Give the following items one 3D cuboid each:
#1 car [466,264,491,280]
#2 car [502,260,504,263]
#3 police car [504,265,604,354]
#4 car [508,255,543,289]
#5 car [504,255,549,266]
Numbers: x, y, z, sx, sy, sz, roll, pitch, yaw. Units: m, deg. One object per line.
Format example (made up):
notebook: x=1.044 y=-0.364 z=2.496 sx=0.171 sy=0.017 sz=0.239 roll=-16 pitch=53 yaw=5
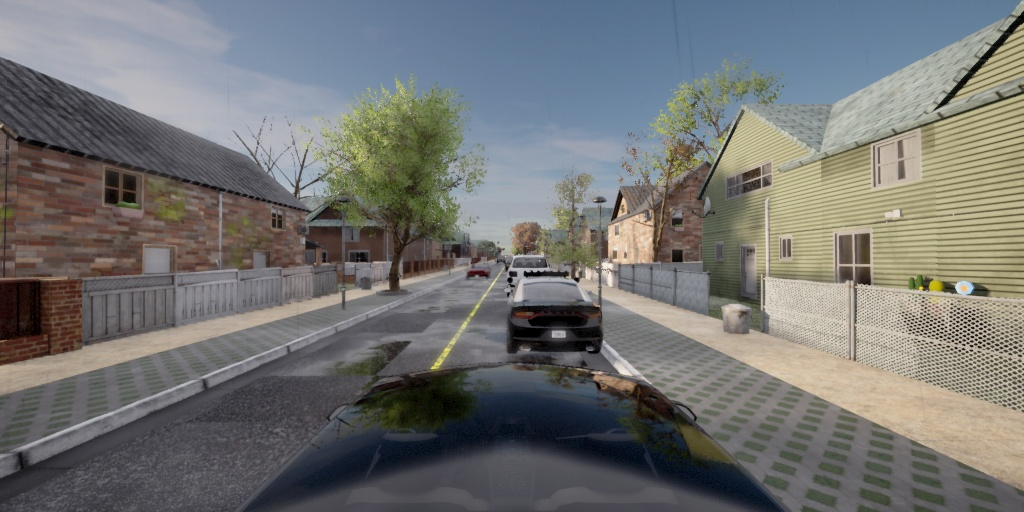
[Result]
car: x=-2.837 y=1.354 z=31.268 sx=1.895 sy=1.301 sz=4.718 roll=0 pitch=0 yaw=0
car: x=0.051 y=1.348 z=46.662 sx=1.895 sy=1.301 sz=4.718 roll=0 pitch=0 yaw=1
police car: x=0.828 y=1.177 z=8.925 sx=1.930 sy=1.638 sz=5.238 roll=0 pitch=0 yaw=0
car: x=0.836 y=0.979 z=24.849 sx=2.150 sy=2.045 sz=5.566 roll=0 pitch=0 yaw=0
car: x=0.833 y=0.978 z=18.848 sx=2.150 sy=2.045 sz=5.566 roll=0 pitch=0 yaw=0
